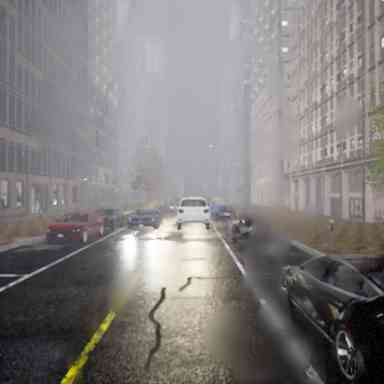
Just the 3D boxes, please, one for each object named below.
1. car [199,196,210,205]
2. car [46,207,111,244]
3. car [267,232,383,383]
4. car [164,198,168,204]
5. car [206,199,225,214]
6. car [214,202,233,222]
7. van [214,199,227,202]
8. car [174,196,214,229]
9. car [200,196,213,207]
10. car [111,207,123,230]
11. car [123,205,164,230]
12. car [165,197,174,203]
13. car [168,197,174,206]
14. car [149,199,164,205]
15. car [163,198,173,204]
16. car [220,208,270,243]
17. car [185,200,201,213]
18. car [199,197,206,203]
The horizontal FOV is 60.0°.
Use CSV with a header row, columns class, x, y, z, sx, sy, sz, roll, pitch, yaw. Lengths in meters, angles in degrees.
class,x,y,z,sx,sy,sz,roll,pitch,yaw
car,2.723,1.774,73.525,2.192,1.841,5.009,0,0,0
car,-5.682,1.659,16.613,1.887,1.381,4.507,0,0,0
car,2.694,1.603,5.218,1.947,1.339,4.313,0,0,0
car,-5.666,1.913,56.462,2.008,1.369,4.403,0,0,0
car,2.708,1.701,39.371,1.967,1.590,4.097,0,0,0
car,2.704,1.756,27.986,1.947,1.339,4.313,0,0,0
van,2.706,1.567,33.681,1.690,1.788,3.998,0,0,0
car,0.107,1.381,23.318,2.150,2.045,5.566,0,0,0
car,2.718,1.710,62.140,2.192,1.841,5.009,0,0,0
car,-5.680,1.718,22.306,1.947,1.339,4.313,0,0,0
car,-3.092,1.754,22.446,1.895,1.301,4.718,0,0,0
car,-5.655,2.087,84.923,1.947,1.339,4.313,0,0,0
car,-3.001,1.754,63.006,2.097,1.767,4.553,0,0,1
car,-5.668,1.854,50.598,1.752,1.417,4.829,0,0,0
car,-5.657,2.041,79.231,2.008,1.369,4.403,0,0,0
car,2.699,1.681,16.602,1.947,1.339,4.313,0,0,0
car,0.118,1.800,41.517,1.812,1.442,4.674,0,0,0
car,2.726,2.047,85.077,1.752,1.417,4.829,0,0,0
